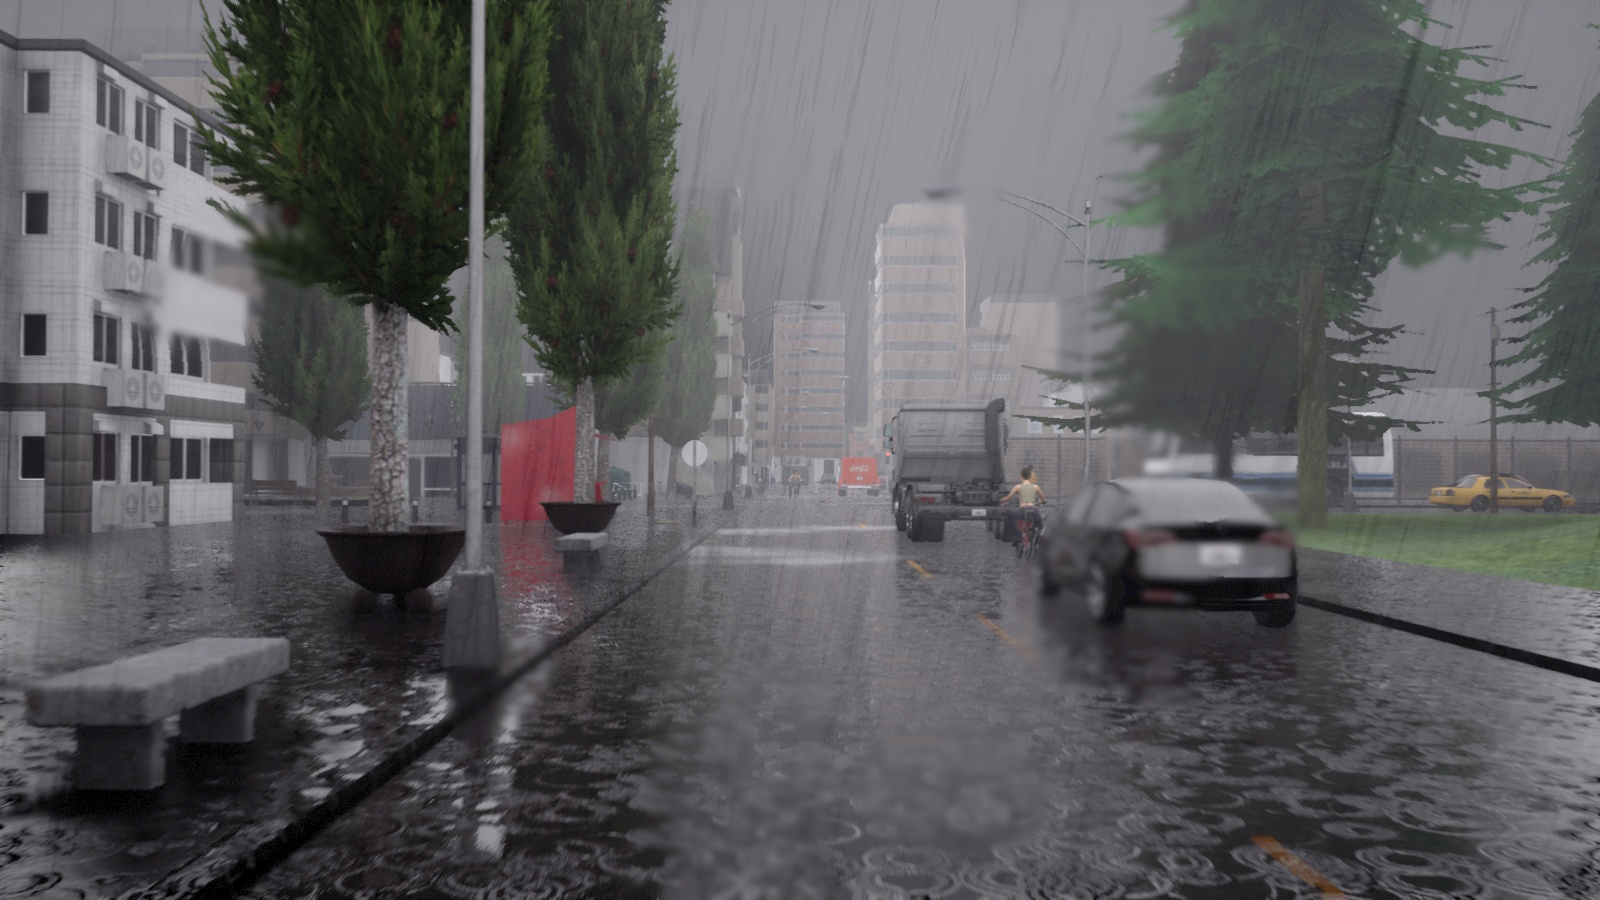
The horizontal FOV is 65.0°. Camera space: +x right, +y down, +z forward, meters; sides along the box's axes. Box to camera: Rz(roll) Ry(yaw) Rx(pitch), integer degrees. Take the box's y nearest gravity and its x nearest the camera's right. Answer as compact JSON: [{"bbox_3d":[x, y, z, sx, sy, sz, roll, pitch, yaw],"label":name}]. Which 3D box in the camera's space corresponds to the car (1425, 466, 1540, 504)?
[{"bbox_3d":[29.941,1.517,55.170,3.988,1.617,1.851,0,-1,0],"label":"car"}]

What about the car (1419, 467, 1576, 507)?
[{"bbox_3d":[28.364,1.497,51.162,5.366,1.575,1.801,0,-1,0],"label":"car"}]

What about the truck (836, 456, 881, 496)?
[{"bbox_3d":[3.720,1.660,80.475,2.627,2.467,5.204,0,-1,0],"label":"truck"}]

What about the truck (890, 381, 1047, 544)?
[{"bbox_3d":[3.888,0.333,30.804,2.891,3.462,7.936,0,-1,1],"label":"truck"}]

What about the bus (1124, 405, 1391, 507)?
[{"bbox_3d":[19.904,0.282,55.172,10.273,4.253,3.944,0,-1,-1],"label":"bus"}]

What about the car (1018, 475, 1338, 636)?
[{"bbox_3d":[3.967,1.036,14.206,2.163,1.488,4.792,0,-1,0],"label":"car"}]

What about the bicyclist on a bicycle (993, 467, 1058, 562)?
[{"bbox_3d":[3.948,1.105,22.109,0.866,1.612,1.509,0,-1,0],"label":"bicyclist on a bicycle"}]
